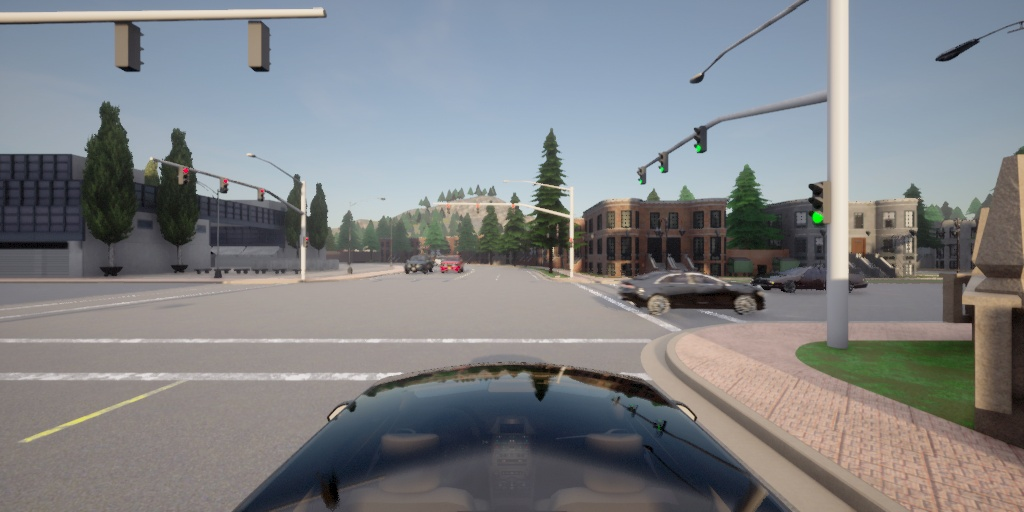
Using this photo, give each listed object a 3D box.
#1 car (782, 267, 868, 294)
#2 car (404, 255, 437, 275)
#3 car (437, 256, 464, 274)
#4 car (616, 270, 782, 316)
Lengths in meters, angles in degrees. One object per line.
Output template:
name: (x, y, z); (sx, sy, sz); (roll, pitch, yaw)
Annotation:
car: (16.301, 1.295, 19.804); (5.357, 1.411, 2.033); (0, 0, 0)
car: (-10.266, 0.965, 39.899); (2.150, 2.045, 5.566); (0, 0, -1)
car: (-6.806, 0.965, 41.296); (2.150, 2.045, 5.566); (0, 0, -2)
car: (6.226, 1.255, 12.707); (4.902, 1.511, 2.128); (0, 0, 0)
